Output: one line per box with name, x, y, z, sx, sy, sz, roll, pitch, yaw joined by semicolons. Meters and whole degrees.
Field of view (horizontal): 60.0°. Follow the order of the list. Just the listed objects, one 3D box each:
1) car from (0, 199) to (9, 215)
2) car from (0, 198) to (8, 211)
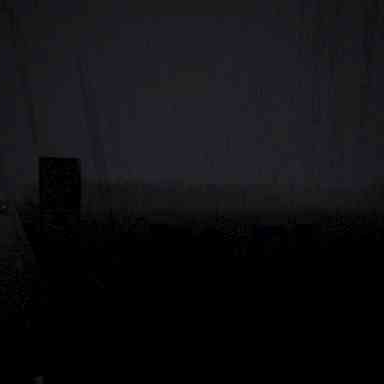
car;-19.491;1.560;33.326;1.812;1.442;4.674;0;0;-28
car;-24.514;1.562;42.357;1.812;1.442;4.674;0;0;-29
